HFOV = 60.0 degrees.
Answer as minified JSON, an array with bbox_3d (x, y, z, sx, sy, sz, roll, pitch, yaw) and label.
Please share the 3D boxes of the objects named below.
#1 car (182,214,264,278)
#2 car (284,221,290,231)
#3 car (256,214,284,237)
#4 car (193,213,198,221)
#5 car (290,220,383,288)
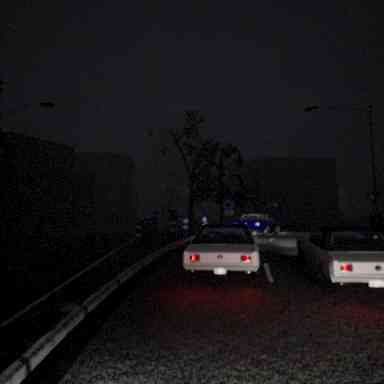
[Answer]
[{"bbox_3d":[1.034,1.607,10.200,1.895,1.301,4.718,-1,0,9],"label":"car"},{"bbox_3d":[12.601,4.275,41.541,1.812,1.442,4.674,4,-7,-25],"label":"car"},{"bbox_3d":[3.977,2.004,20.125,1.895,1.301,4.718,-3,-7,26],"label":"car"},{"bbox_3d":[-0.067,6.096,72.872,2.128,1.511,4.902,0,0,-3],"label":"car"},{"bbox_3d":[4.079,1.559,8.985,1.895,1.301,4.718,-1,1,8],"label":"car"}]
